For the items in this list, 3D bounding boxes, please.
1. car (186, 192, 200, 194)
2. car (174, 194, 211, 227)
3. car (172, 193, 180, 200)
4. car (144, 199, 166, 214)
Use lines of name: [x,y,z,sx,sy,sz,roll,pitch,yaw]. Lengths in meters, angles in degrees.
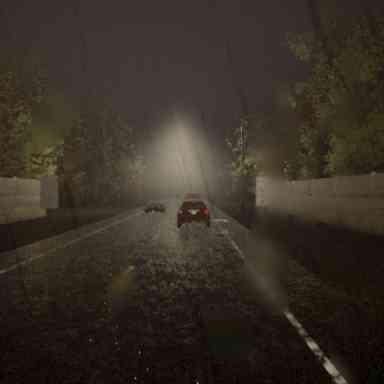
car: [0.097,1.028,40.024,2.150,2.045,5.566,0,0,0]
car: [0.095,1.245,22.219,2.097,1.767,4.553,-1,1,0]
car: [-3.484,0.925,74.712,1.837,1.490,4.892,0,0,0]
car: [-3.590,1.391,33.428,2.033,1.411,5.357,0,0,0]
